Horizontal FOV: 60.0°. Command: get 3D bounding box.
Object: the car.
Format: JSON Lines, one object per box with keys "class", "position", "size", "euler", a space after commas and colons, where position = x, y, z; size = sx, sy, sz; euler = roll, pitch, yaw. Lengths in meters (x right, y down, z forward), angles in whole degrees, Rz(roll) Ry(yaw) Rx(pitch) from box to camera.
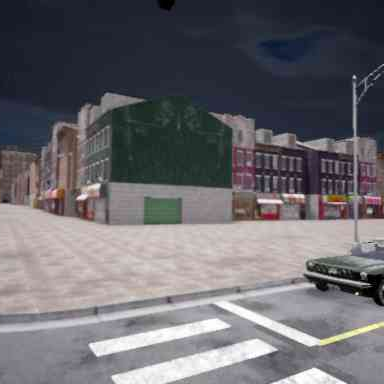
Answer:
{"class": "car", "position": [5.258, 2.006, 9.034], "size": [4.718, 1.301, 1.895], "euler": [2, -3, -30]}
